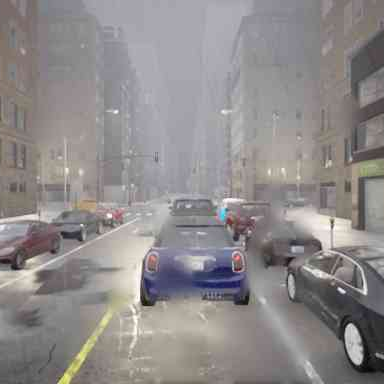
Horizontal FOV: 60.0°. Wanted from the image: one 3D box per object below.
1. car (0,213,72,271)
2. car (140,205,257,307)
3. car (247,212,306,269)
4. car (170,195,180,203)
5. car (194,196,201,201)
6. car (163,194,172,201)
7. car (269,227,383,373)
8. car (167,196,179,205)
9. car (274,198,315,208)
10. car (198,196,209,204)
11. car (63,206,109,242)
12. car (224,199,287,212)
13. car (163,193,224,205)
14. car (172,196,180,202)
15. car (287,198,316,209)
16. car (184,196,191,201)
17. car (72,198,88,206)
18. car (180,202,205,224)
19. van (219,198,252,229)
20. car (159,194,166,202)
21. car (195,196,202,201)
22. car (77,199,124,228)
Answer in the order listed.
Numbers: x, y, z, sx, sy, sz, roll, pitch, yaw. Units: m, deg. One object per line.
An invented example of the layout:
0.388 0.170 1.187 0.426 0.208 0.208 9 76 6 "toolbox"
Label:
-5.706 1.591 10.928 1.802 1.307 4.206 0 0 0 "car"
0.022 1.359 8.169 2.097 1.767 4.553 0 0 -1 "car"
2.820 1.575 10.969 1.947 1.339 4.313 0 0 0 "car"
-3.704 1.450 72.120 2.097 1.767 4.553 0 0 -1 "car"
1.585 1.699 94.166 1.887 1.381 4.507 0 0 -1 "car"
-6.938 1.469 93.959 2.192 1.841 5.009 0 0 -1 "car"
2.841 1.556 5.445 2.008 1.369 4.403 0 0 0 "car"
-3.499 1.566 61.840 2.128 1.511 4.902 0 0 -1 "car"
14.996 1.582 48.872 5.357 1.411 2.033 0 0 -1 "car"
2.318 1.523 65.905 1.967 1.590 4.097 0 0 -1 "car"
-5.728 1.580 16.453 1.947 1.339 4.313 0 0 0 "car"
2.798 1.329 16.493 2.192 1.841 5.009 0 0 0 "car"
0.041 1.235 15.604 2.150 2.045 5.566 0 0 0 "car"
-4.022 1.672 84.436 1.994 1.385 4.181 0 0 -1 "car"
14.865 1.519 45.621 4.902 1.511 2.128 0 0 -1 "car"
-1.193 1.692 91.136 1.994 1.385 4.181 0 0 -1 "car"
-11.292 1.515 38.673 5.008 1.535 1.882 0 0 -1 "car"
-0.003 1.548 26.169 1.812 1.442 4.674 0 0 -1 "car"
2.776 1.360 22.017 1.690 1.788 3.998 0 0 0 "van"
-6.497 1.544 76.999 1.967 1.590 4.097 0 0 -1 "car"
1.732 1.713 88.513 1.802 1.307 4.206 0 0 -1 "car"
-5.750 1.459 21.978 1.967 1.590 4.097 0 0 0 "car"
